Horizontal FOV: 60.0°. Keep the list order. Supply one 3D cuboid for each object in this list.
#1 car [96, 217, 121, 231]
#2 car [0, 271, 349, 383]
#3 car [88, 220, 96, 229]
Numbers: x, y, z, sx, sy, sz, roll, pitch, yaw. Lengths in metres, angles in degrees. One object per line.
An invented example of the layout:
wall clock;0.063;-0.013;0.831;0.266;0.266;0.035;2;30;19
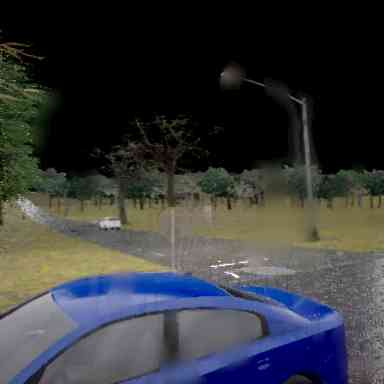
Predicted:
car;-12.372;4.747;50.103;2.150;2.045;5.566;-1;-3;-28
car;-0.776;1.559;2.979;5.008;1.535;1.882;2;-2;-30
car;-16.916;5.590;58.383;1.812;1.442;4.674;-1;-3;-29
